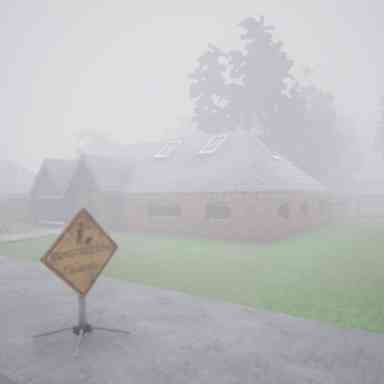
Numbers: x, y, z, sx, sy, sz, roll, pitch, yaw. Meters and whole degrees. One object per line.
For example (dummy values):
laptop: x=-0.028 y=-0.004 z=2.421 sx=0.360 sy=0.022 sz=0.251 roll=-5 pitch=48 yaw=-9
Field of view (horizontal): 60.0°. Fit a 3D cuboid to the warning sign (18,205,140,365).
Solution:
warning sign: x=-1.598 y=1.153 z=4.828 sx=1.060 sy=1.860 sz=1.300 roll=-1 pitch=0 yaw=36
